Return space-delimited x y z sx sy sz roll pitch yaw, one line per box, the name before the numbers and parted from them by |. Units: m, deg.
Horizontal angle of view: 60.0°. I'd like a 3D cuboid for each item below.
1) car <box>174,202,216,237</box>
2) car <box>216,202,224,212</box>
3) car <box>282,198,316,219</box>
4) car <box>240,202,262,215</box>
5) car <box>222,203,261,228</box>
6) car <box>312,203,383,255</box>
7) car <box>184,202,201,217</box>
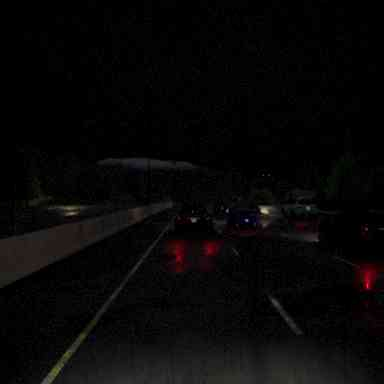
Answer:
car | 0.098 1.572 19.746 2.097 1.767 4.553 0 -1 0
car | 3.594 2.013 42.022 2.033 1.411 5.357 0 -1 0
car | 10.595 1.584 32.979 2.150 2.045 5.566 0 -1 0
car | 7.095 2.011 40.558 1.994 1.385 4.181 0 -1 0
car | 3.598 1.749 24.359 1.882 1.535 5.008 0 -1 0
car | 7.099 1.510 14.115 2.097 1.767 4.553 0 -1 0
car | 0.097 1.931 38.304 1.837 1.490 4.892 0 -1 0
